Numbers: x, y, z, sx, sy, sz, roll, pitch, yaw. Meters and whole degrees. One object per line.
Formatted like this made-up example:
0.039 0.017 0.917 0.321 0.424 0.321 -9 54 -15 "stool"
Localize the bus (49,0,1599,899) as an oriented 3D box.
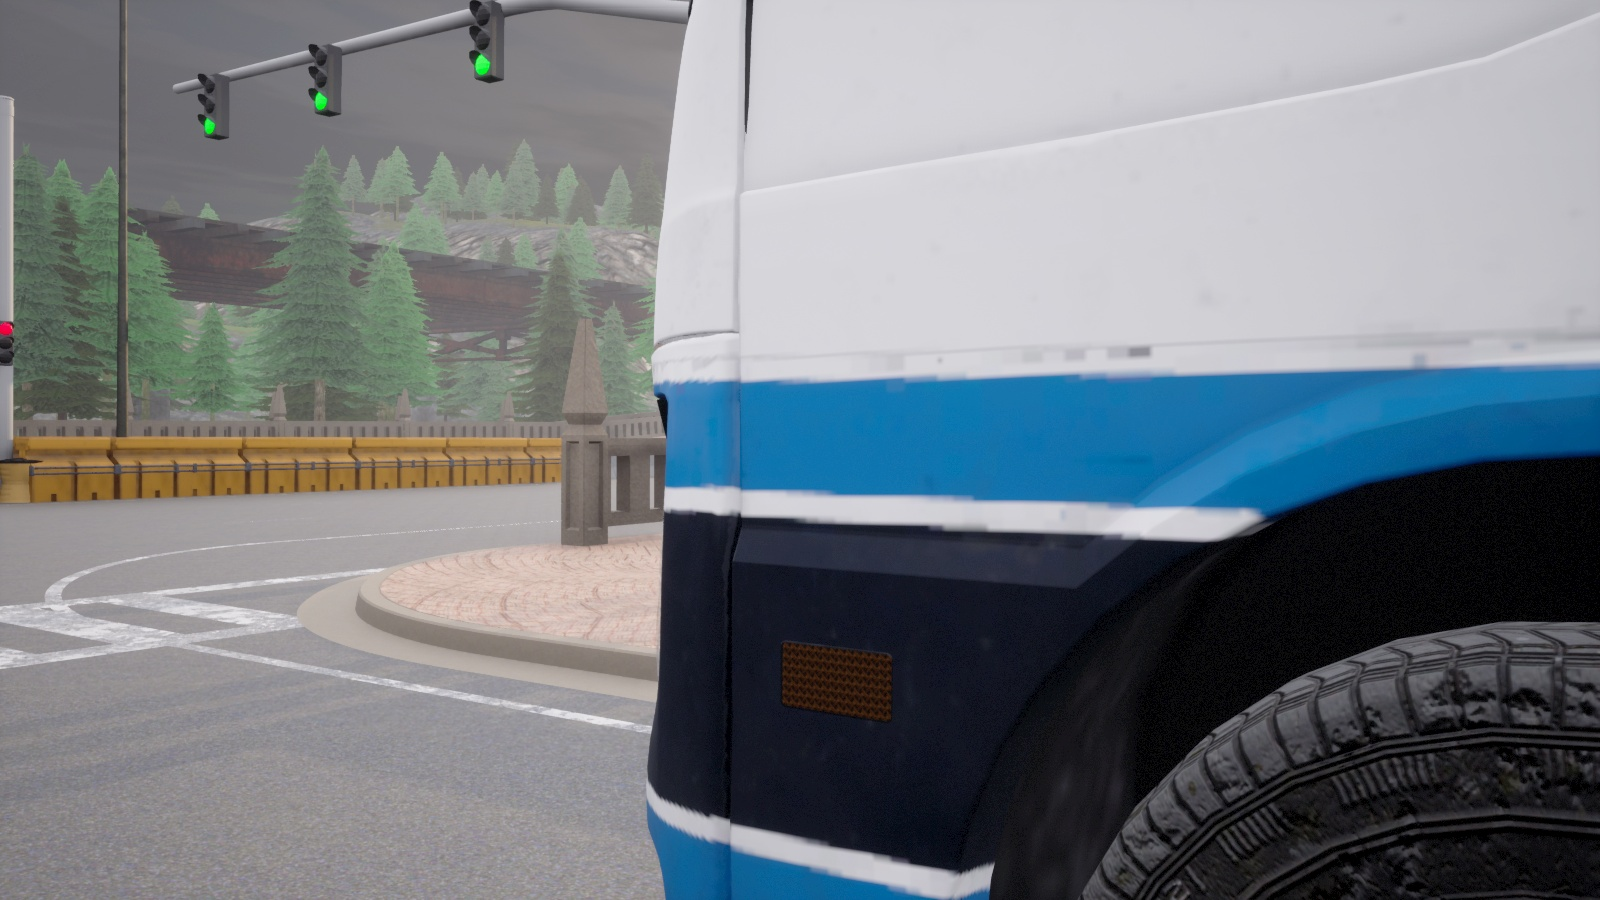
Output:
4.151 -0.694 0.838 10.273 4.253 3.944 0 1 34 "bus"
